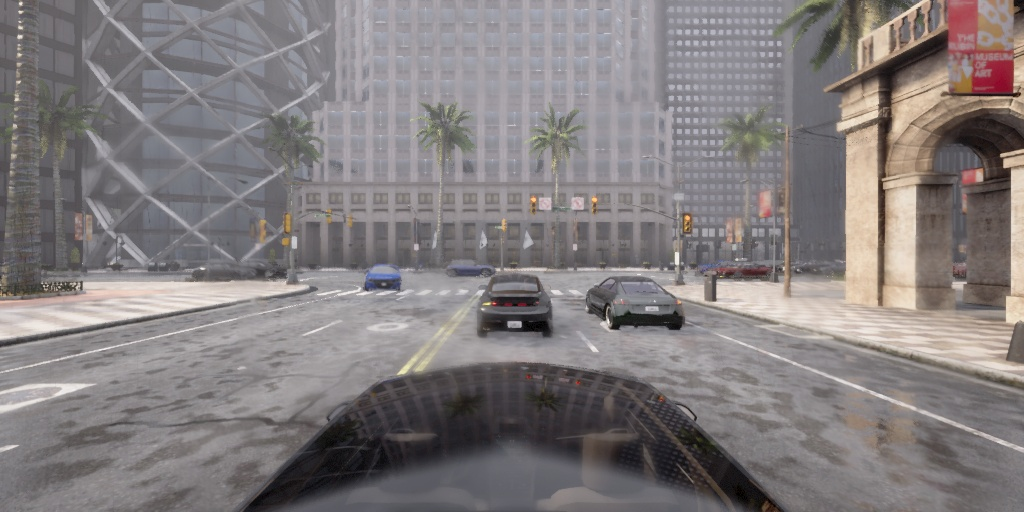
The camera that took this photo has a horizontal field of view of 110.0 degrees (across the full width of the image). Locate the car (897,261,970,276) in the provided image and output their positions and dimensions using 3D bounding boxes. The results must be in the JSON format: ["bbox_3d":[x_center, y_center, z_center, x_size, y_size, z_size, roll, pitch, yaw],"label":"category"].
[{"bbox_3d":[43.022,1.242,36.681,4.902,1.511,2.128,0,0,0],"label":"car"}]

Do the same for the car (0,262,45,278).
[{"bbox_3d":[-41.462,1.241,28.831,4.902,1.511,2.128,0,0,-30],"label":"car"}]

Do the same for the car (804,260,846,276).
[{"bbox_3d":[33.056,1.314,36.730,4.181,1.385,1.994,0,0,0],"label":"car"}]

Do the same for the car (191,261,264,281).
[{"bbox_3d":[-23.601,1.276,29.506,4.674,1.442,1.812,0,0,-2],"label":"car"}]

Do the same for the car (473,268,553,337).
[{"bbox_3d":[0.078,1.255,10.283,1.837,1.490,4.892,0,0,0],"label":"car"}]

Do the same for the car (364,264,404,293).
[{"bbox_3d":[-7.497,1.228,21.257,1.882,1.535,5.008,1,0,-18],"label":"car"}]

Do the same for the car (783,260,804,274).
[{"bbox_3d":[33.022,1.241,40.228,4.902,1.511,2.128,0,0,0],"label":"car"}]

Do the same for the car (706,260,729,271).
[{"bbox_3d":[23.188,1.228,36.759,5.008,1.535,1.882,0,0,0],"label":"car"}]

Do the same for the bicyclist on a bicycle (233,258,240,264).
[{"bbox_3d":[-35.744,1.050,46.596,0.582,1.620,1.656,0,0,-12],"label":"bicyclist on a bicycle"}]

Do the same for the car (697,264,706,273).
[{"bbox_3d":[23.449,1.228,40.259,5.008,1.535,1.882,0,0,0],"label":"car"}]

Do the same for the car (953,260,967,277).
[{"bbox_3d":[42.731,1.276,32.970,4.674,1.442,1.812,0,0,0],"label":"car"}]

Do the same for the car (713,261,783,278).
[{"bbox_3d":[21.667,1.351,33.064,4.718,1.301,1.895,0,0,0],"label":"car"}]

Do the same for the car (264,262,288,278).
[{"bbox_3d":[-23.413,1.228,32.999,5.008,1.535,1.882,0,0,-2],"label":"car"}]

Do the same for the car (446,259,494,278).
[{"bbox_3d":[-3.739,1.102,33.135,4.553,1.767,2.097,0,0,0],"label":"car"}]

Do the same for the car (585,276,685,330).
[{"bbox_3d":[3.582,1.314,11.148,1.994,1.385,4.181,0,0,0],"label":"car"}]
